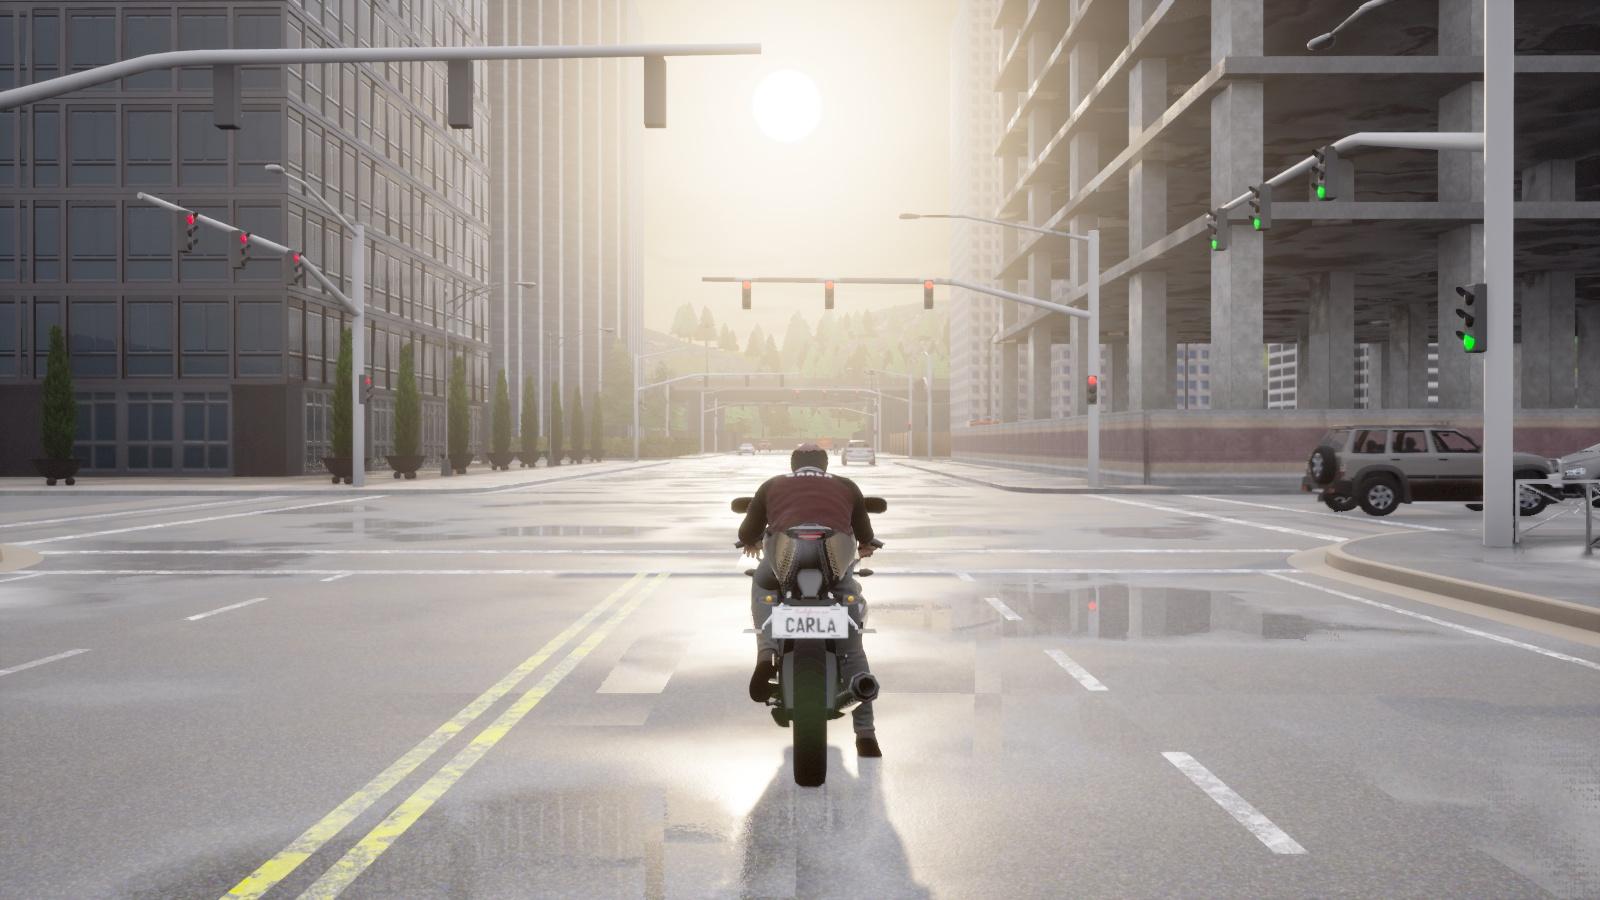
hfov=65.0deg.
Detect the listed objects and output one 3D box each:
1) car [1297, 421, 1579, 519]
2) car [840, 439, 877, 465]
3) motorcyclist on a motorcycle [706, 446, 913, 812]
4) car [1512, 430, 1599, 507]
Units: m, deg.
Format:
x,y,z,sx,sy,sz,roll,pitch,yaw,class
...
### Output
x,y,z,sx,sy,sz,roll,pitch,yaw,class
12.549,0.377,24.903,4.605,1.855,1.932,0,0,0,car
3.933,0.114,85.024,2.242,1.667,4.611,0,0,0,car
0.046,0.746,6.351,0.866,1.530,2.191,0,0,0,motorcyclist on a motorcycle
19.038,0.390,28.397,4.611,1.667,2.242,0,0,0,car
